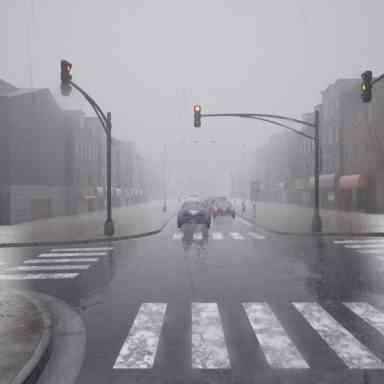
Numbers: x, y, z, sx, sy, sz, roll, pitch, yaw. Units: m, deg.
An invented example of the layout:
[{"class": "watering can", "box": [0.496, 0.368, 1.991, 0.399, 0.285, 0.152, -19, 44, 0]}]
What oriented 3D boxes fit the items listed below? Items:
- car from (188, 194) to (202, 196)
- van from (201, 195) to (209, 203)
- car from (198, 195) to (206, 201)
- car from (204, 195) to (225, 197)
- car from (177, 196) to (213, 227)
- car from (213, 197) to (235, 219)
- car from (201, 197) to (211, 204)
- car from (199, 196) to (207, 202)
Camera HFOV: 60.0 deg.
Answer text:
[{"class": "car", "box": [0.231, 1.334, 59.422, 2.150, 2.045, 5.566, 0, 0, -1]}, {"class": "van", "box": [2.785, 1.505, 72.841, 1.690, 1.788, 3.998, -1, 0, 0]}, {"class": "car", "box": [2.833, 1.702, 94.450, 1.967, 1.590, 4.097, -1, 0, 0]}, {"class": "car", "box": [2.704, 1.356, 35.024, 2.192, 1.841, 5.009, -1, 0, 0]}, {"class": "car", "box": [0.145, 1.369, 22.864, 2.097, 1.767, 4.553, 0, 0, 1]}, {"class": "car", "box": [2.693, 1.470, 29.622, 1.967, 1.590, 4.097, -1, 0, 0]}, {"class": "car", "box": [2.776, 1.668, 67.607, 1.752, 1.417, 4.829, -1, 0, 0]}, {"class": "car", "box": [2.811, 1.793, 83.644, 1.802, 1.307, 4.206, -1, 0, 0]}]
